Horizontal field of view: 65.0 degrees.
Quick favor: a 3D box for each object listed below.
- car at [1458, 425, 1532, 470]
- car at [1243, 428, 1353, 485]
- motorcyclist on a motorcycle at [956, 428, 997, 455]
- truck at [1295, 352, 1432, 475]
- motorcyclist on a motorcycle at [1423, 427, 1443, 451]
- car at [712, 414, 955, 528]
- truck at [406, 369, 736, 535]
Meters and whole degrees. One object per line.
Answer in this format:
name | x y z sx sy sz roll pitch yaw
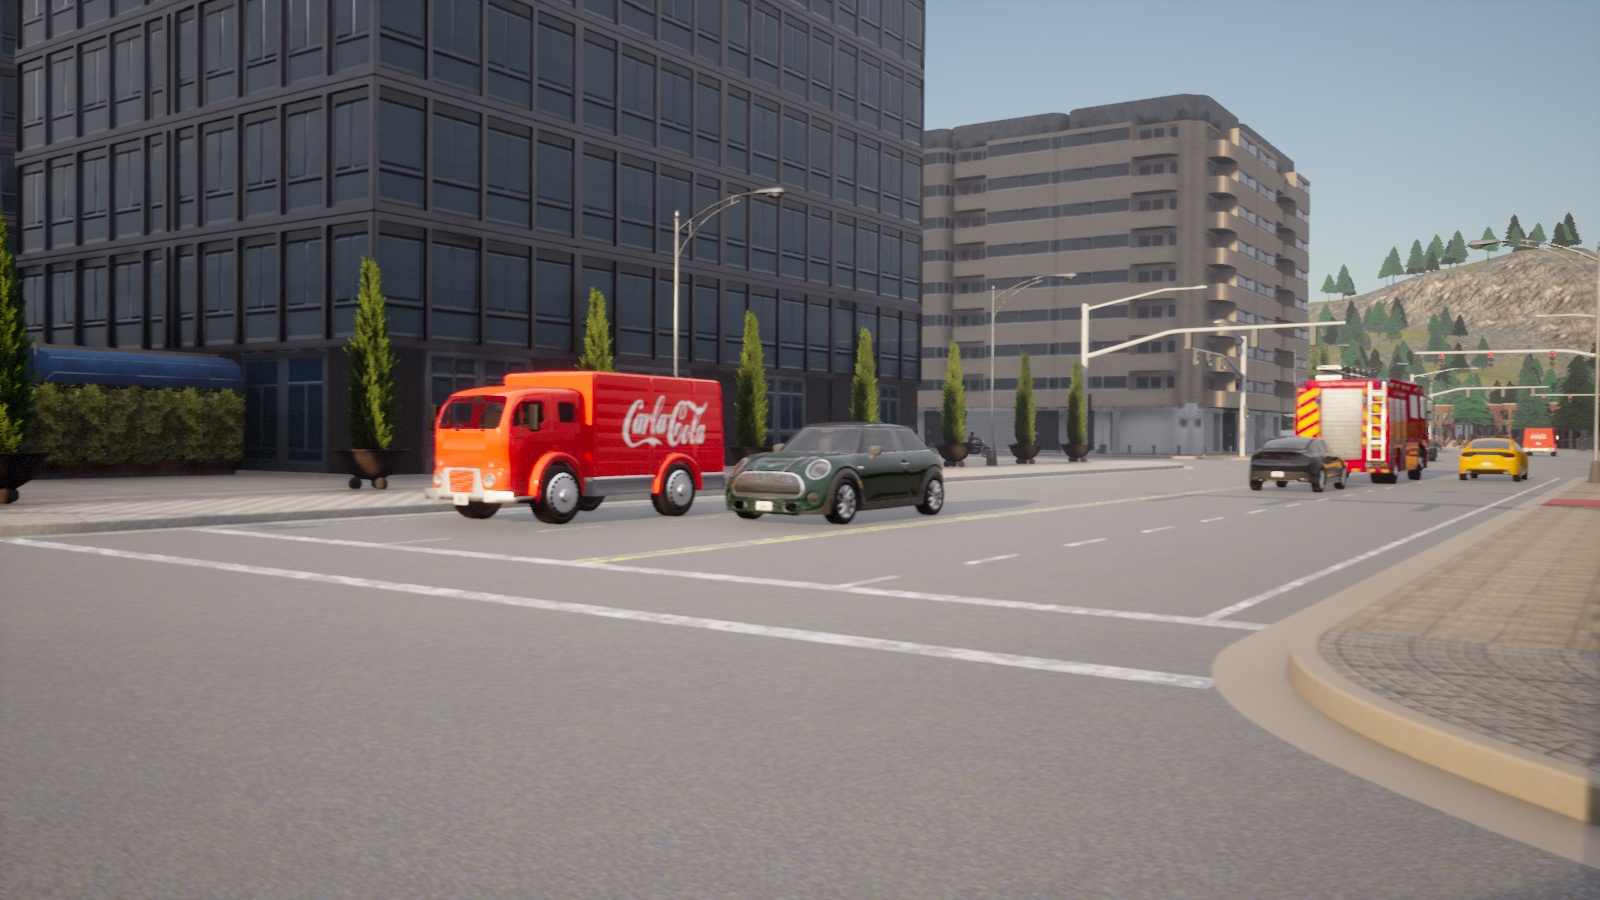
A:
car | 25.033 -0.134 45.173 1.882 1.535 5.008 0 1 34
car | 14.034 0.129 35.208 1.837 1.490 4.892 0 1 34
motorcyclist on a motorcycle | 10.712 -0.510 76.180 2.350 1.649 0.766 0 1 34
truck | 19.644 -1.205 43.468 2.891 3.827 8.468 0 1 34
motorcyclist on a motorcycle | 40.566 -0.700 80.505 0.866 1.530 2.191 0 1 34
car | 0.710 0.286 21.818 2.097 1.767 4.553 0 1 34
truck | -3.736 -0.015 21.499 2.627 2.467 5.204 0 1 34
